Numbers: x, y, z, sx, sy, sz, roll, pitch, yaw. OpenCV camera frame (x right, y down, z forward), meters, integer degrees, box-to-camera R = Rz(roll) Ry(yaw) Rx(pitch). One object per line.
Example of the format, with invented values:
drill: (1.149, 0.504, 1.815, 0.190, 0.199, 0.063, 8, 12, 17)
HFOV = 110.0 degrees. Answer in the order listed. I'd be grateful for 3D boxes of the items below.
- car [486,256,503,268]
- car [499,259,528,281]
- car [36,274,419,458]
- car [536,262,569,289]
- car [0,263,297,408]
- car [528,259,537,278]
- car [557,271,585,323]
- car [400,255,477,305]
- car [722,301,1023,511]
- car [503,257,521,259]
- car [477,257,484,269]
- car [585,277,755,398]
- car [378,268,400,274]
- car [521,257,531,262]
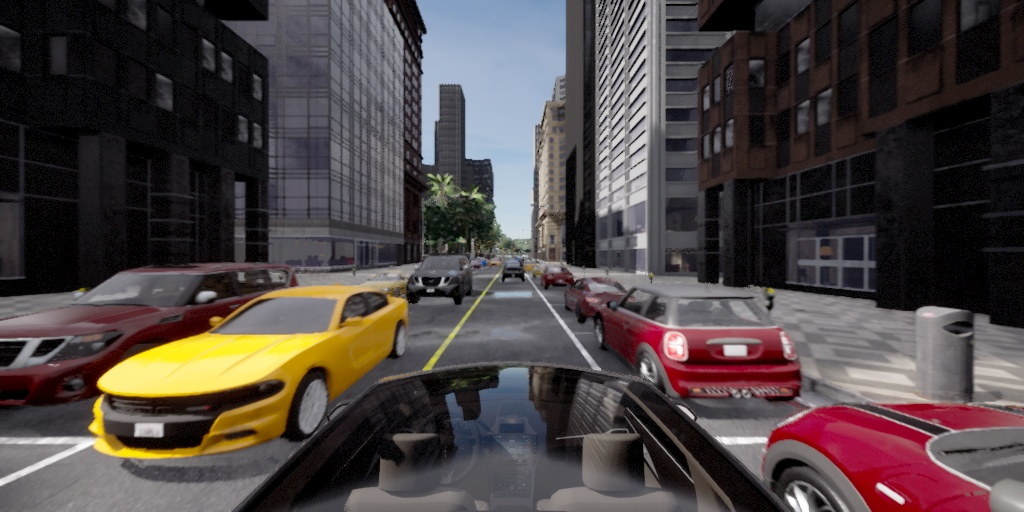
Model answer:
car: (-3.020, 1.244, 64.126, 1.882, 1.535, 5.008, 0, 0, 0)
car: (0.097, 1.257, 29.967, 1.837, 1.490, 4.892, 0, 1, 0)
car: (-3.097, 1.226, 5.565, 1.882, 1.535, 5.008, 0, 0, 0)
car: (2.760, 1.295, 22.647, 1.888, 1.381, 4.507, 0, 0, 0)
car: (-5.765, 1.062, 6.375, 2.192, 1.841, 5.009, 0, 0, 0)
car: (2.760, 1.277, 33.666, 1.751, 1.417, 4.829, 0, 0, 0)
car: (2.760, 1.332, 11.797, 1.802, 1.307, 4.207, 0, 0, 0)
car: (-3.090, 0.969, 16.490, 2.150, 2.045, 5.566, 0, 0, 1)
car: (2.761, 1.191, 0.947, 1.967, 1.591, 4.097, 0, 0, 0)
car: (0.078, 1.236, 48.160, 1.882, 1.535, 5.008, 0, 0, 0)
car: (-5.765, 1.306, 55.209, 1.888, 1.381, 4.507, 0, 0, 0)
car: (2.761, 1.190, 6.372, 1.967, 1.591, 4.097, 0, 0, 0)
car: (-5.765, 1.271, 17.057, 1.751, 1.417, 4.829, 0, 0, 0)
car: (2.348, 1.214, 44.811, 1.801, 1.575, 5.366, 0, 0, 0)
